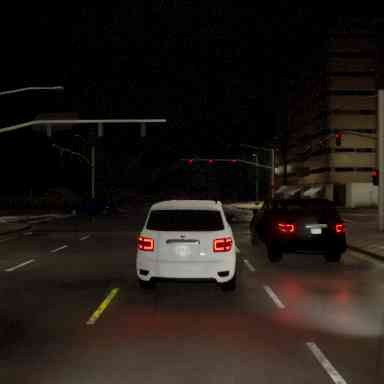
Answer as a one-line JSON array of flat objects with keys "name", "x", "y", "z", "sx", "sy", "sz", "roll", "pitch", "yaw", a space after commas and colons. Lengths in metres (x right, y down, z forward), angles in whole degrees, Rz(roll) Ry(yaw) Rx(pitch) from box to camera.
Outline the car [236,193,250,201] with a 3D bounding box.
[{"name": "car", "x": 13.140, "y": 1.225, "z": 80.799, "sx": 5.566, "sy": 2.045, "sz": 2.150, "roll": 0, "pitch": 0, "yaw": -41}]

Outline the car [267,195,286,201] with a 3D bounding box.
[{"name": "car", "x": 21.912, "y": 1.524, "z": 86.309, "sx": 4.674, "sy": 1.442, "sz": 1.812, "roll": 0, "pitch": 0, "yaw": -22}]

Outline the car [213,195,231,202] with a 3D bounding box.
[{"name": "car", "x": 7.277, "y": 1.500, "z": 79.999, "sx": 1.837, "sy": 1.490, "sz": 4.892, "roll": 0, "pitch": 0, "yaw": 42}]

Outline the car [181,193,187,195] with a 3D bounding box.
[{"name": "car", "x": -2.210, "y": 1.221, "z": 61.782, "sx": 2.150, "sy": 2.045, "sz": 5.566, "roll": 0, "pitch": 0, "yaw": 14}]

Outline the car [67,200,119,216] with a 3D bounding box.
[{"name": "car", "x": -9.868, "y": 1.518, "z": 33.104, "sx": 5.008, "sy": 1.535, "sz": 1.882, "roll": 0, "pitch": 0, "yaw": 0}]

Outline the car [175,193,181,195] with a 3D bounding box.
[{"name": "car", "x": -3.297, "y": 1.352, "z": 51.962, "sx": 2.097, "sy": 1.767, "sz": 4.553, "roll": 0, "pitch": 0, "yaw": 3}]

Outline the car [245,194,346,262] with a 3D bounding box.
[{"name": "car", "x": 3.588, "y": 1.221, "z": 12.245, "sx": 2.150, "sy": 2.045, "sz": 5.566, "roll": 0, "pitch": 0, "yaw": 0}]

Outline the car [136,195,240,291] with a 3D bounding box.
[{"name": "car", "x": 0.024, "y": 1.221, "z": 9.222, "sx": 2.150, "sy": 2.045, "sz": 5.566, "roll": 0, "pitch": 0, "yaw": 4}]

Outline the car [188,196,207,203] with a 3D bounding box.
[{"name": "car", "x": 1.275, "y": 1.540, "z": 71.528, "sx": 2.033, "sy": 1.411, "sz": 5.357, "roll": 0, "pitch": 0, "yaw": 27}]

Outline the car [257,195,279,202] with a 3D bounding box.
[{"name": "car", "x": 18.268, "y": 1.540, "z": 80.287, "sx": 5.357, "sy": 1.411, "sz": 2.033, "roll": 0, "pitch": 0, "yaw": -33}]
